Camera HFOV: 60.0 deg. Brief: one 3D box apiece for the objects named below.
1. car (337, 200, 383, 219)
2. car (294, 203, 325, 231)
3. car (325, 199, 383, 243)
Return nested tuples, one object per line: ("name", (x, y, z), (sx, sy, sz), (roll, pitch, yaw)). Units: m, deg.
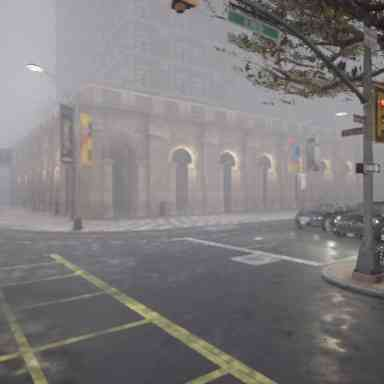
("car", (14.392, 1.421, 27.952), (4.718, 1.301, 1.895), (0, 0, -36))
("car", (8.067, 1.381, 19.532), (4.902, 1.511, 2.128), (0, 0, -35))
("car", (8.651, 1.252, 15.665), (4.553, 1.767, 2.097), (0, 0, -35))
